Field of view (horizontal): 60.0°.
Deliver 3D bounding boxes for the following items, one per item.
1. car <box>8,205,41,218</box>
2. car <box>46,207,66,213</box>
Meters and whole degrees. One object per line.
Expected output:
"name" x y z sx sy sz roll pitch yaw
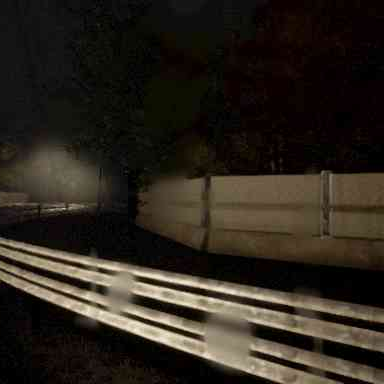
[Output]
"car" -18.841 2.171 37.776 1.895 1.301 4.718 1 -1 -4
"car" -19.612 2.416 48.830 1.895 1.301 4.718 1 -1 -4
